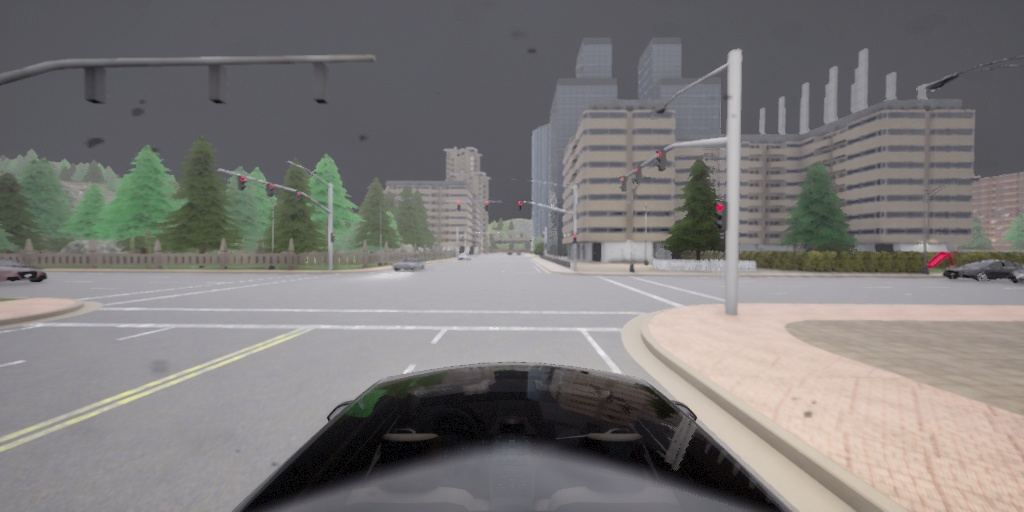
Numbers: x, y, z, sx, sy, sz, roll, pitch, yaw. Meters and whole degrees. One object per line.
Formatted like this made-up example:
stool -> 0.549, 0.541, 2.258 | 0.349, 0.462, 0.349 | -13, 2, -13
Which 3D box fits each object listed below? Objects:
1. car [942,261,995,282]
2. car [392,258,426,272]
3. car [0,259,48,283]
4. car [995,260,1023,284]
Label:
car -> 34.428, 1.067, 26.012 | 4.892, 1.490, 1.837 | 0, 1, 1
car -> -9.611, 0.818, 33.748 | 1.895, 1.301, 4.718 | 0, 1, 1
car -> -28.664, 0.874, 19.809 | 4.181, 1.385, 1.994 | 0, 1, 1
car -> 34.429, 1.108, 22.512 | 4.902, 1.511, 2.128 | 0, 1, 1
